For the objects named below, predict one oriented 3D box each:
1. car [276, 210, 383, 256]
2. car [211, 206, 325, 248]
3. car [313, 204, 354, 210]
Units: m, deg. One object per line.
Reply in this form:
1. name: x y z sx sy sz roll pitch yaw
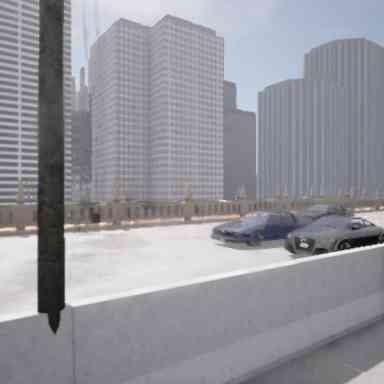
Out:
1. car: 5.301 1.558 12.067 4.181 1.385 1.994 0 0 -35
2. car: 3.400 1.541 15.012 5.357 1.411 2.033 0 0 -35
3. car: 9.507 1.535 23.662 5.357 1.411 2.033 0 0 -35
